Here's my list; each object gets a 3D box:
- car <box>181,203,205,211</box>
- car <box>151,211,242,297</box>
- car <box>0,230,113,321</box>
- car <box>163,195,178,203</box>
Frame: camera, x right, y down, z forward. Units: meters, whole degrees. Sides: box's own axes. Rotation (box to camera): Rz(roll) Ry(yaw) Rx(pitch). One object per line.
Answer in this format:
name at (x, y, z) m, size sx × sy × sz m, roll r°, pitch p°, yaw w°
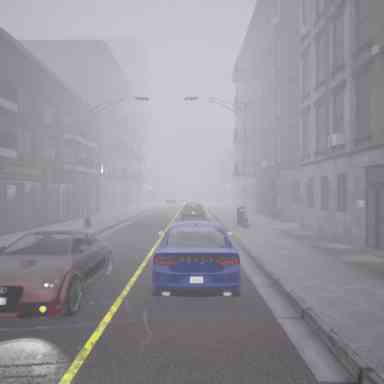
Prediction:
car at (0.092, 1.560, 27.592) m, size 1.994 × 1.385 × 4.181 m, roll 0°, pitch 0°, yaw 0°
car at (0.096, 1.478, 8.637) m, size 1.882 × 1.535 × 5.008 m, roll 0°, pitch 0°, yaw 0°
car at (-3.104, 1.564, 7.313) m, size 1.994 × 1.385 × 4.181 m, roll 0°, pitch 0°, yaw 0°
car at (-3.013, 1.082, 47.951) m, size 1.882 × 1.535 × 5.008 m, roll 0°, pitch 0°, yaw 0°
